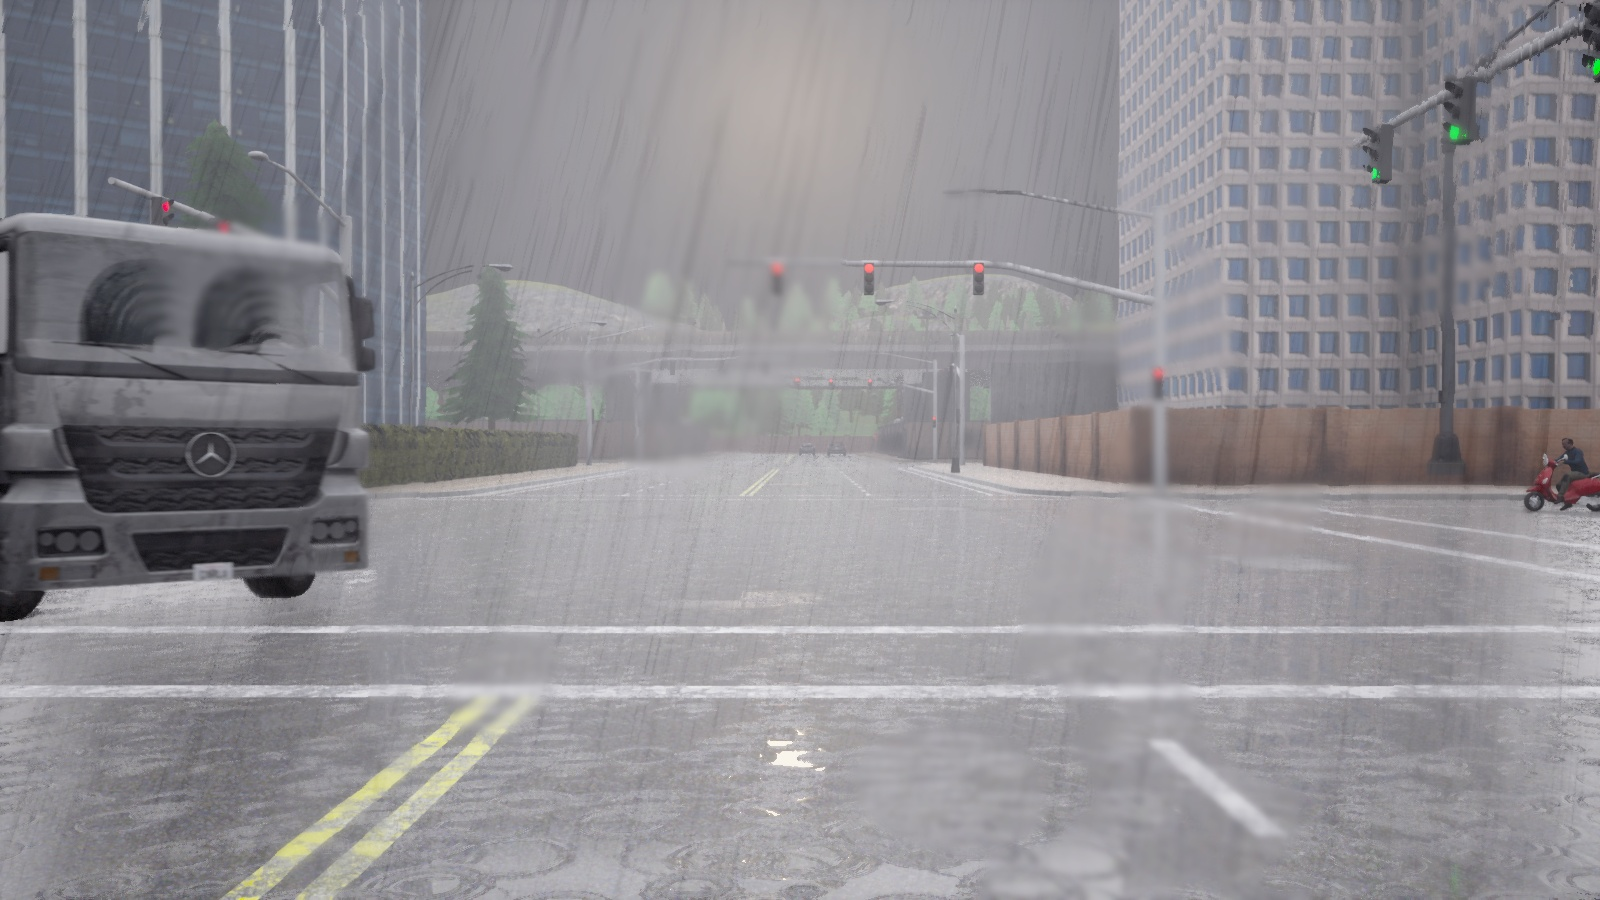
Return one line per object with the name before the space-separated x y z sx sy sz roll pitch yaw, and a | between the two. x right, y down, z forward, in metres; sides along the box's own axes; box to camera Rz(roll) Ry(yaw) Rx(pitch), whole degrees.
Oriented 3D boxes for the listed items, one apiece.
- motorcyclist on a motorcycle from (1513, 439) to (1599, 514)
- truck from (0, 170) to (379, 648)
motorcyclist on a motorcycle | 16.569 0.560 27.136 1.817 1.590 0.866 0 0 1
truck | -7.460 -0.315 12.967 2.891 3.462 7.936 0 0 -43
